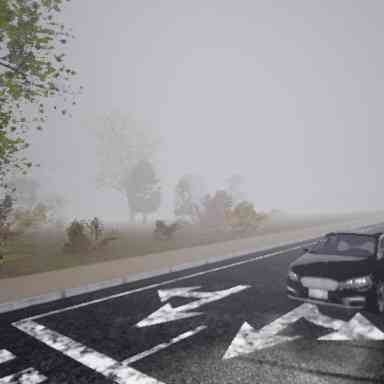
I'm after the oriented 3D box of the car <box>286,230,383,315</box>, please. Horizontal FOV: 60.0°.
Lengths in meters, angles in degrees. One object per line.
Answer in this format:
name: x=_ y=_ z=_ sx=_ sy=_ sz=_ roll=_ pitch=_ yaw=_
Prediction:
car: x=4.070 y=1.747 z=8.327 sx=2.128 sy=1.511 sz=4.902 roll=-4 pitch=-3 yaw=42
